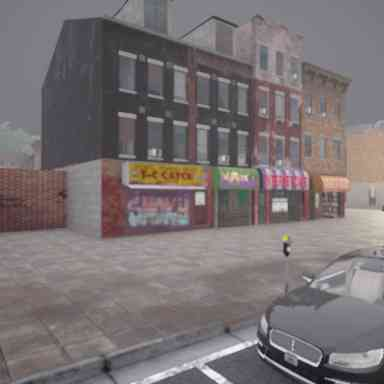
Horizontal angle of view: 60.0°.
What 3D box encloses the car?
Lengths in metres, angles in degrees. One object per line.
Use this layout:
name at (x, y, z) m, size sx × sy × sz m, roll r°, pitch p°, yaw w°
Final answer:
car at (2.841, 1.552, 4.824) m, size 4.403 × 1.369 × 2.008 m, roll 0°, pitch 0°, yaw -35°
